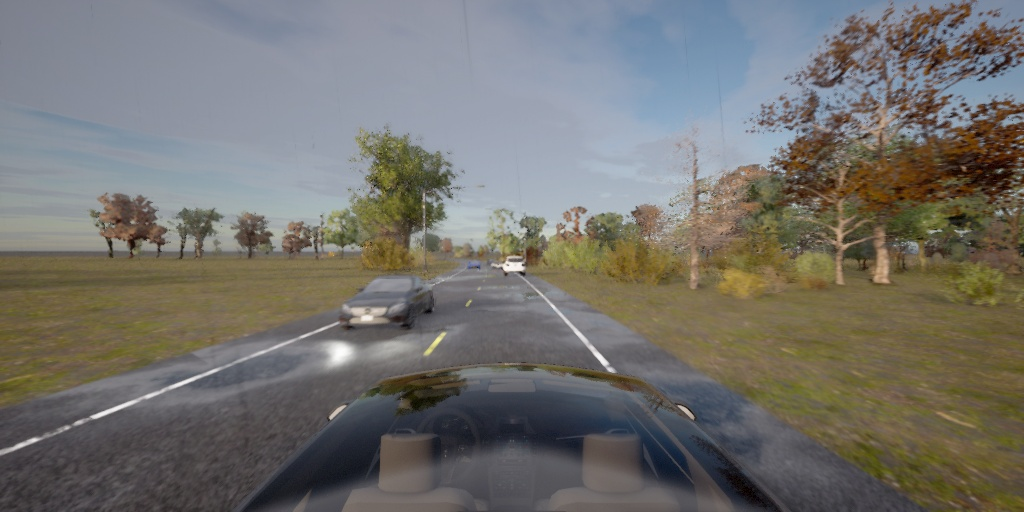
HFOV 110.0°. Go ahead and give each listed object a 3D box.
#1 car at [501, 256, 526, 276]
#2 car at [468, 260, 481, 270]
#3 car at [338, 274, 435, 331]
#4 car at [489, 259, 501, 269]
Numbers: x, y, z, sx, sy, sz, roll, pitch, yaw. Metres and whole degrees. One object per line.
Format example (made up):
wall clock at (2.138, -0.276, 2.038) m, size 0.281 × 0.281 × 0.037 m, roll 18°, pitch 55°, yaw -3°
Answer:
car at (0.210, 1.055, 38.615) m, size 2.150 × 2.045 × 5.566 m, roll 0°, pitch 0°, yaw -3°
car at (-5.629, 1.341, 53.886) m, size 1.882 × 1.535 × 5.008 m, roll 0°, pitch 0°, yaw -4°
car at (-3.676, 1.315, 11.348) m, size 1.812 × 1.442 × 4.674 m, roll 0°, pitch 0°, yaw -1°
car at (-2.310, 1.450, 57.110) m, size 1.895 × 1.301 × 4.718 m, roll 0°, pitch 0°, yaw -5°
